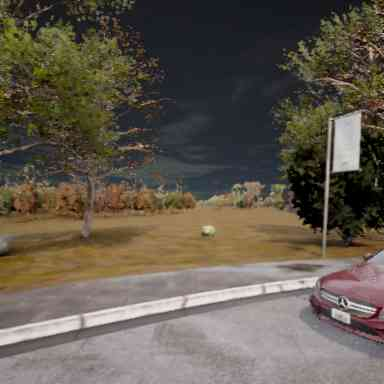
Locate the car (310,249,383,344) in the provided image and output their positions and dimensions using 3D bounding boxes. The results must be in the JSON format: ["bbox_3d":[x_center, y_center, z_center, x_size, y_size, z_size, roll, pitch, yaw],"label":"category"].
[{"bbox_3d":[4.234,1.586,5.799,4.674,1.442,1.812,2,-1,-26],"label":"car"}]
